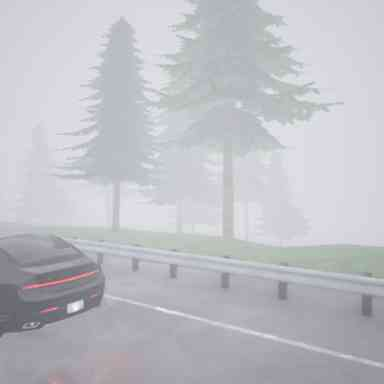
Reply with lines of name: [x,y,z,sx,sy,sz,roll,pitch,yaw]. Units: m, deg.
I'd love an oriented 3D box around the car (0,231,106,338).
car: [-3.810,1.535,6.497,4.892,1.490,1.837,0,0,34]
